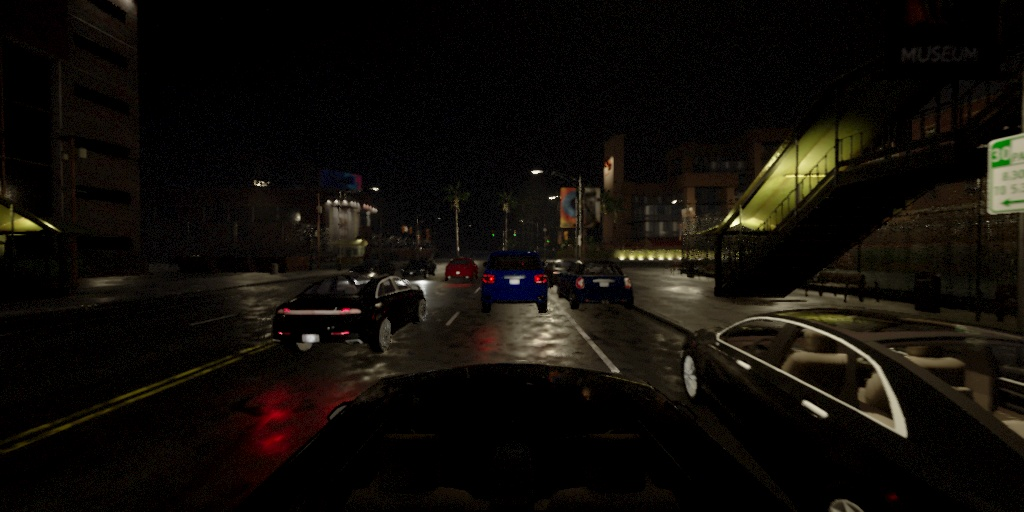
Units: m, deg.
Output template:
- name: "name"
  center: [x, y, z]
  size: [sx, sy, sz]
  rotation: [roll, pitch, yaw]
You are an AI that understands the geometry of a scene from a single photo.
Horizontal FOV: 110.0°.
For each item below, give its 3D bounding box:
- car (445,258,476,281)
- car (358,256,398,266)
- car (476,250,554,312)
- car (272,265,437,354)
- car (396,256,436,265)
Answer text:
- name: "car"
  center: [-3.460, 0.892, 25.331]
  size: [1.882, 1.535, 5.008]
  rotation: [0, 1, 0]
- name: "car"
  center: [-10.546, 0.964, 27.459]
  size: [2.033, 1.411, 5.357]
  rotation: [0, 1, 0]
- name: "car"
  center: [0.080, 0.808, 13.371]
  size: [2.150, 2.045, 5.566]
  rotation: [0, 1, 0]
- name: "car"
  center: [-3.414, 1.146, 8.499]
  size: [2.128, 1.511, 4.902]
  rotation: [0, 1, 0]
- name: "car"
  center: [-7.046, 0.925, 27.462]
  size: [1.837, 1.490, 4.892]
  rotation: [0, 1, 0]
